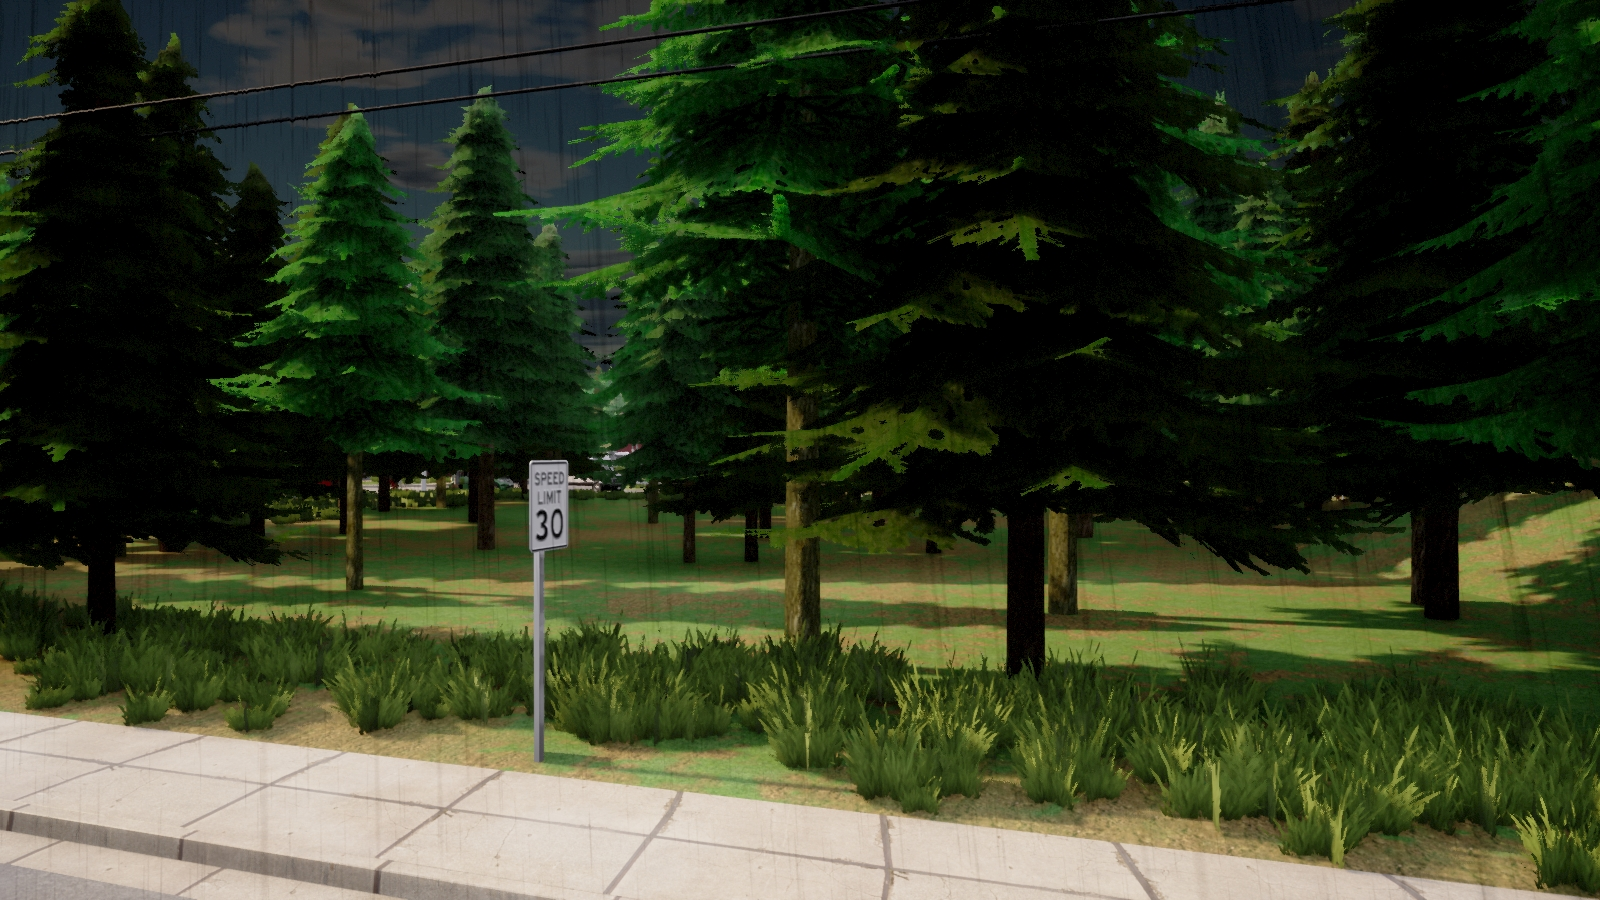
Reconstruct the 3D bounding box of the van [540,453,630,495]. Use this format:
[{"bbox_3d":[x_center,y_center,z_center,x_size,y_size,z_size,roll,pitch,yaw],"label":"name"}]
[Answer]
[{"bbox_3d":[-13.883,1.508,73.669,5.915,2.561,1.988,0,0,33],"label":"van"}]
